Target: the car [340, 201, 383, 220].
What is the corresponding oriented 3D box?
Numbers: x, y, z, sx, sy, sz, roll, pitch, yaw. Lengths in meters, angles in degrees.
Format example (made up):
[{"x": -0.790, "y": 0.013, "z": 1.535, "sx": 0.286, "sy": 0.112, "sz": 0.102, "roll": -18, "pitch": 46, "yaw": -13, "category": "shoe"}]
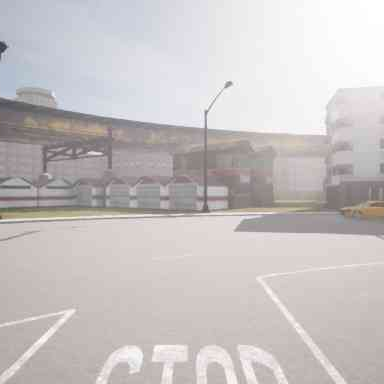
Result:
[{"x": 14.866, "y": 1.477, "z": 27.519, "sx": 5.008, "sy": 1.535, "sz": 1.882, "roll": 0, "pitch": 0, "yaw": 0, "category": "car"}]
